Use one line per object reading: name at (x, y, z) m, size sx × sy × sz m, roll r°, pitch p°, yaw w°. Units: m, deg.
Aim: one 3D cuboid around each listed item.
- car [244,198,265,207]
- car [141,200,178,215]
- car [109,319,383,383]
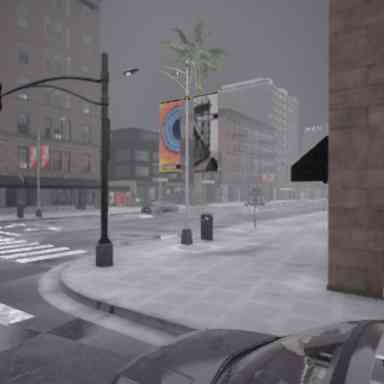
car at (9.830, 1.545, 52.070) m, size 1.837 × 1.490 × 4.892 m, roll 0°, pitch 0°, yaw 35°
car at (-3.231, 1.547, 33.657) m, size 1.994 × 1.385 × 4.181 m, roll 0°, pitch 0°, yaw 35°
car at (1.266, 1.551, 1.946) m, size 4.403 × 1.369 × 2.008 m, roll 0°, pitch 0°, yaw 35°
